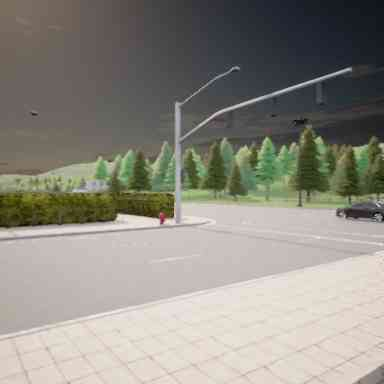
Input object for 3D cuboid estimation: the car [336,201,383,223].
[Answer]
[{"bbox_3d":[13.276,1.428,25.152,1.837,1.490,4.892,1,0,-29],"label":"car"}]
